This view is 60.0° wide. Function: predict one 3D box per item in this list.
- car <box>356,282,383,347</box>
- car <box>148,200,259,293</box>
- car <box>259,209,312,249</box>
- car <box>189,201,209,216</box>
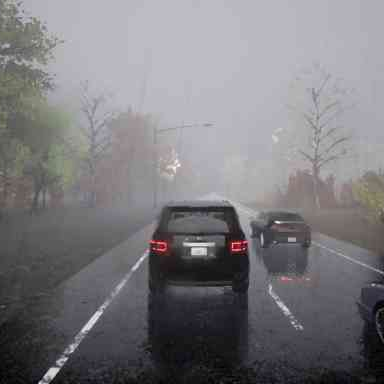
[{"bbox_3d":[3.619,1.548,3.006,2.033,1.411,5.357,0,0,0],"label":"car"},{"bbox_3d":[0.160,1.223,8.991,2.150,2.045,5.566,0,0,1],"label":"car"},{"bbox_3d":[3.738,1.507,14.657,1.837,1.490,4.892,0,0,1],"label":"car"},{"bbox_3d":[0.724,1.606,33.065,1.895,1.301,4.718,0,0,2],"label":"car"}]
